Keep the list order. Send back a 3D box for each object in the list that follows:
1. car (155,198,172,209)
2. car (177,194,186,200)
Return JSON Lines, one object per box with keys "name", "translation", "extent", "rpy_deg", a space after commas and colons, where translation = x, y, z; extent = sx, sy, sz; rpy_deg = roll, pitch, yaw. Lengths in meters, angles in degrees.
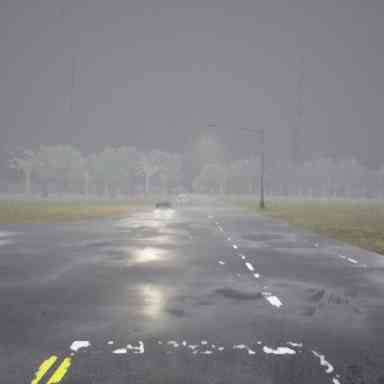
{"name": "car", "translation": [-3.590, 1.481, 42.779], "extent": [1.895, 1.301, 4.718], "rpy_deg": [0, 0, 0]}
{"name": "car", "translation": [-2.596, 1.217, 85.898], "extent": [1.812, 1.442, 4.674], "rpy_deg": [0, 0, 6]}
